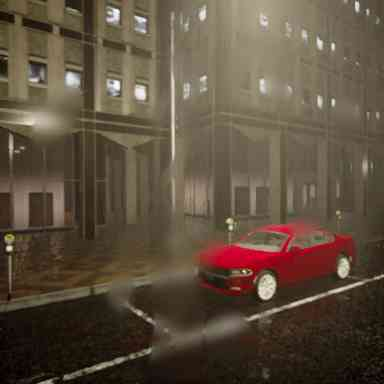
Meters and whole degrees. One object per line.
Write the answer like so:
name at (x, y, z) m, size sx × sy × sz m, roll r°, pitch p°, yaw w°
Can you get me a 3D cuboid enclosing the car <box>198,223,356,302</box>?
car at (2.196, 1.497, 8.123) m, size 4.507 × 1.381 × 1.887 m, roll -1°, pitch 0°, yaw -35°
